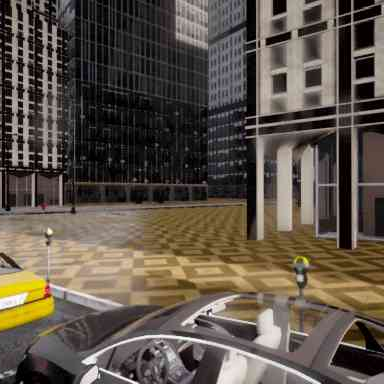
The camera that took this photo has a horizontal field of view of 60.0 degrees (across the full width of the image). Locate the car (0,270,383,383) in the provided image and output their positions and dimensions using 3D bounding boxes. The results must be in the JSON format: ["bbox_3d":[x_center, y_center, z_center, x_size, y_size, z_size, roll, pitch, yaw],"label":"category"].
[{"bbox_3d":[0.290,1.551,2.670,4.403,1.369,2.008,0,0,36],"label":"car"}]

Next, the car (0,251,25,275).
[{"bbox_3d":[-4.464,1.524,6.064,4.829,1.417,1.752,0,0,36],"label":"car"}]
